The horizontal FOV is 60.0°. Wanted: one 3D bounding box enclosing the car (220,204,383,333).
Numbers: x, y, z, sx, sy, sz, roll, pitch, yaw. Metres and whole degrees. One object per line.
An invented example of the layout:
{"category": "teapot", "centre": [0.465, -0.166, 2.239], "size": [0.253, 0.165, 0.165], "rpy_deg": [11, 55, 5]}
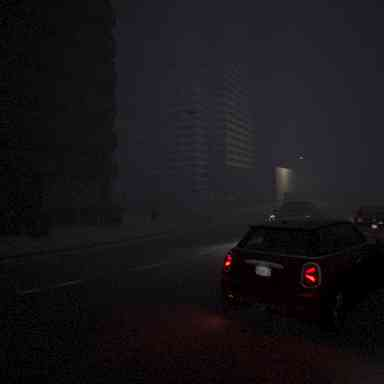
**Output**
{"category": "car", "centre": [2.646, 1.303, 7.054], "size": [2.097, 1.767, 4.553], "rpy_deg": [-1, 0, 44]}

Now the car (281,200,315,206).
{"category": "car", "centre": [5.418, 1.243, 17.201], "size": [2.097, 1.767, 4.553], "rpy_deg": [-1, 0, 29]}
